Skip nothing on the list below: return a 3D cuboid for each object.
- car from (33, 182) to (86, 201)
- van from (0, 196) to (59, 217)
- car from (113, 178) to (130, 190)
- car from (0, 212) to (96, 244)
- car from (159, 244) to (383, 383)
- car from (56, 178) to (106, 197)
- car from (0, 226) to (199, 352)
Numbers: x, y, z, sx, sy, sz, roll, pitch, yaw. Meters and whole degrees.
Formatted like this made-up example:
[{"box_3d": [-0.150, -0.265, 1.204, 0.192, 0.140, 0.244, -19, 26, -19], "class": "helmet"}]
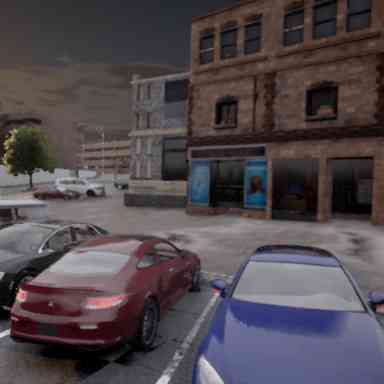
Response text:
[{"box_3d": [-13.764, 0.100, 33.829, 4.674, 1.452, 2.002, 1, 6, 8], "class": "car"}, {"box_3d": [-6.133, 1.212, 9.521, 1.878, 1.987, 4.442, 1, 0, 14], "class": "van"}, {"box_3d": [-8.039, -1.086, 44.407, 4.892, 1.521, 2.231, 1, 6, 8], "class": "car"}, {"box_3d": [-3.613, 1.452, 7.931, 2.231, 1.521, 4.892, 1, 0, 14], "class": "car"}, {"box_3d": [1.340, 1.516, 4.469, 2.002, 1.452, 4.674, 1, 0, 15], "class": "car"}, {"box_3d": [-12.310, -0.476, 36.444, 5.566, 2.045, 2.435, 1, 6, 8], "class": "car"}, {"box_3d": [-1.140, 1.503, 6.202, 2.002, 1.452, 4.674, 0, -1, 15], "class": "car"}]
